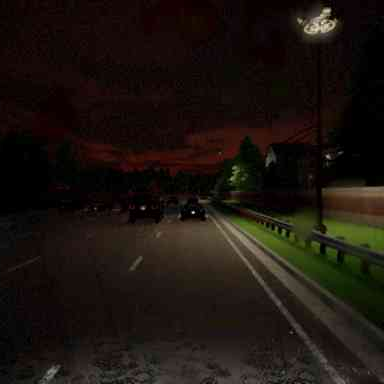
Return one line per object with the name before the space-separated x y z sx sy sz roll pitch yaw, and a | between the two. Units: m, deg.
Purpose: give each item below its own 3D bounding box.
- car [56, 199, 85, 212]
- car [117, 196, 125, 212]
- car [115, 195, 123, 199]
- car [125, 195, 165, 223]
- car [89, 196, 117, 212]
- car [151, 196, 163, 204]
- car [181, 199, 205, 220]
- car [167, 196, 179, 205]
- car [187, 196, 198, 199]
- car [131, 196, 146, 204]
car | -13.911 1.491 38.396 1.882 1.535 5.008 0 0 0
car | -6.913 1.492 38.766 1.882 1.535 5.008 0 0 0
car | -13.921 1.376 63.846 2.097 1.767 4.553 0 0 0
car | -3.405 1.231 25.830 2.150 2.045 5.566 0 0 0
car | -10.413 1.518 38.401 1.837 1.490 4.892 0 0 0
car | -6.920 1.550 65.477 1.812 1.442 4.674 0 0 0
car | 0.092 1.574 28.114 1.994 1.385 4.181 0 0 0
car | -3.421 1.527 59.979 1.837 1.490 4.892 0 0 0
car | 0.079 1.500 61.771 1.882 1.535 5.008 0 0 0
car | -10.421 1.514 65.004 2.128 1.511 4.902 0 0 0
